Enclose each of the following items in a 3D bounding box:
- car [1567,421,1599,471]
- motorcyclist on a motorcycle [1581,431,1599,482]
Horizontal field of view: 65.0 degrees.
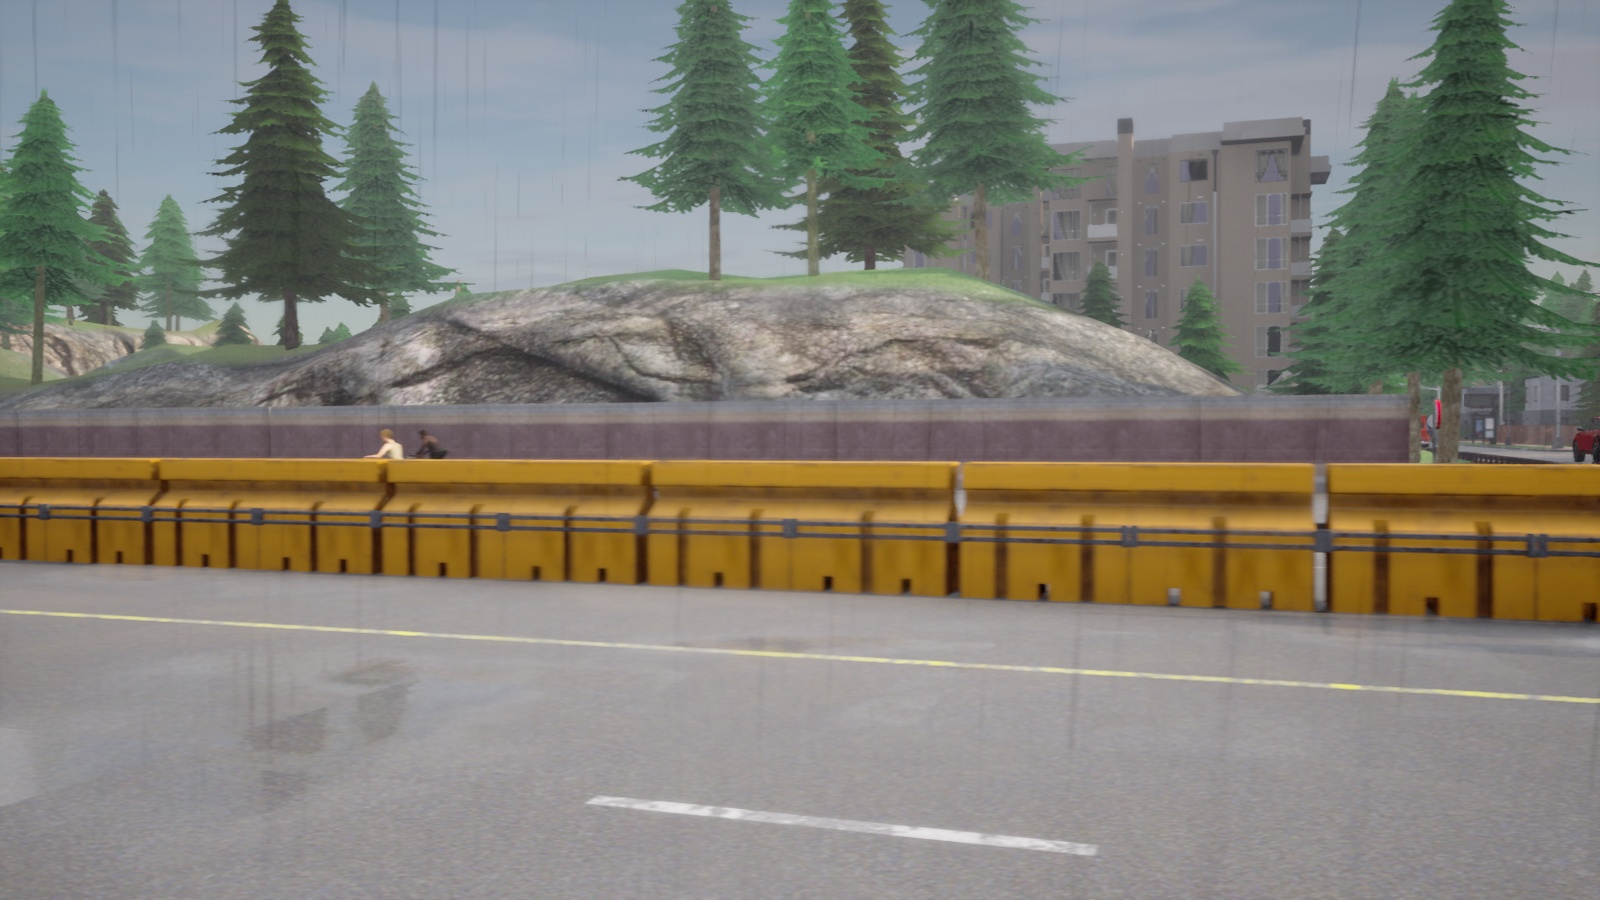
[{"bbox_3d":[34.543,-0.200,53.396,2.150,2.045,5.566,1,1,20],"label":"car"},{"bbox_3d":[26.698,0.189,41.735,0.766,1.649,2.350,1,1,20],"label":"motorcyclist on a motorcycle"}]
